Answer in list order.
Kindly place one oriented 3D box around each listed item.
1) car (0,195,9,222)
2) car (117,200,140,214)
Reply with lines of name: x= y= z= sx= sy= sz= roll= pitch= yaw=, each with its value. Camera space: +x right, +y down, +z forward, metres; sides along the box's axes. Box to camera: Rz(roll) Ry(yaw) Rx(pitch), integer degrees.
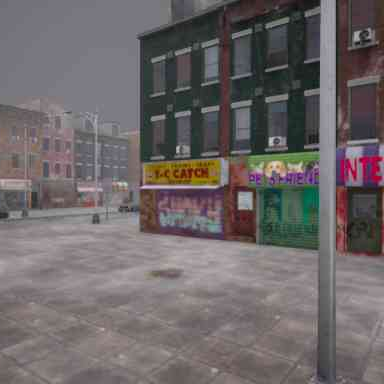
car: x=-14.200 y=1.166 z=20.252 sx=2.150 sy=2.045 sz=5.566 roll=0 pitch=0 yaw=32
car: x=-5.166 y=1.461 z=33.182 sx=1.895 sy=1.301 sz=4.718 roll=0 pitch=0 yaw=35
